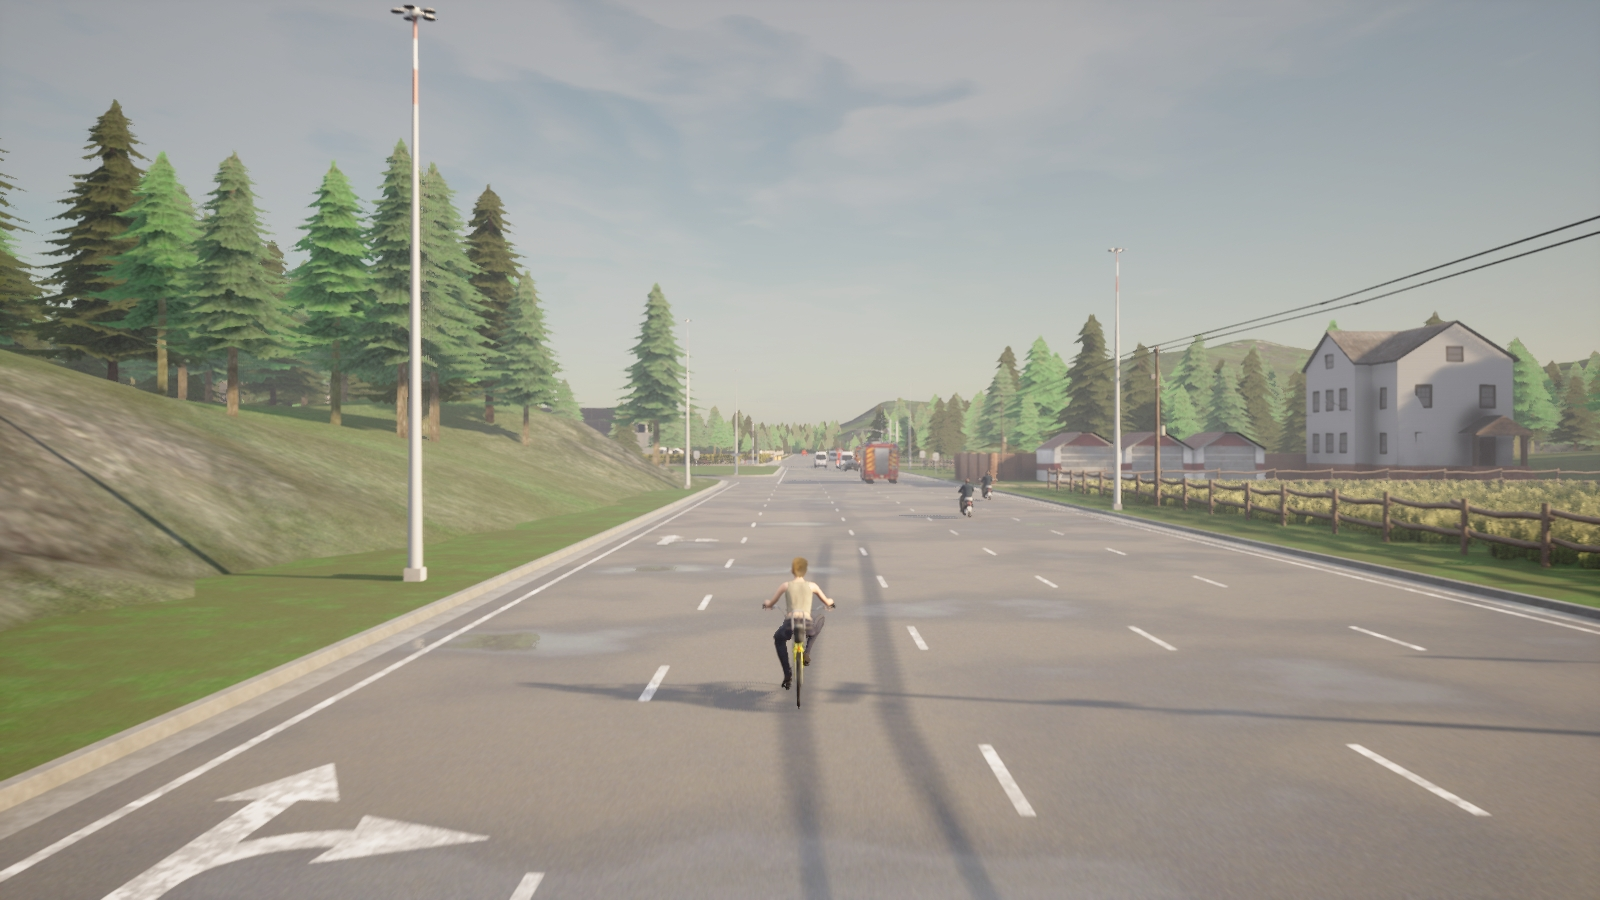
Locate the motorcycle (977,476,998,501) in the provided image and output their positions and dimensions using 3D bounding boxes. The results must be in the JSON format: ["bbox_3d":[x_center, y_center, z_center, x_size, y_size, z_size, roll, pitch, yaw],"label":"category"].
[{"bbox_3d":[10.482,2.155,63.984,0.856,1.316,1.805,0,0,0],"label":"motorcycle"}]

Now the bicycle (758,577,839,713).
[{"bbox_3d":[-0.013,2.161,12.927,0.859,1.276,1.487,0,0,0],"label":"bicycle"}]

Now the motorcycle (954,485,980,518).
[{"bbox_3d":[7.001,2.152,47.979,0.856,1.316,1.805,0,0,0],"label":"motorcycle"}]
